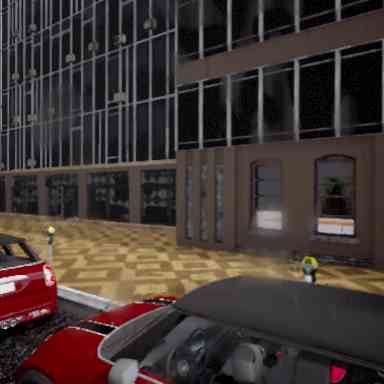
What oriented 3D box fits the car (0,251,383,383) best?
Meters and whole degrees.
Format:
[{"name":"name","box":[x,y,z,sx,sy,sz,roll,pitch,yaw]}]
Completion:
[{"name":"car","box":[0.368,1.434,2.614,4.097,1.590,1.967,0,0,36]}]

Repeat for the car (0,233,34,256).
[{"name":"car","box":[-4.265,1.402,5.921,4.097,1.590,1.967,0,0,36]}]
